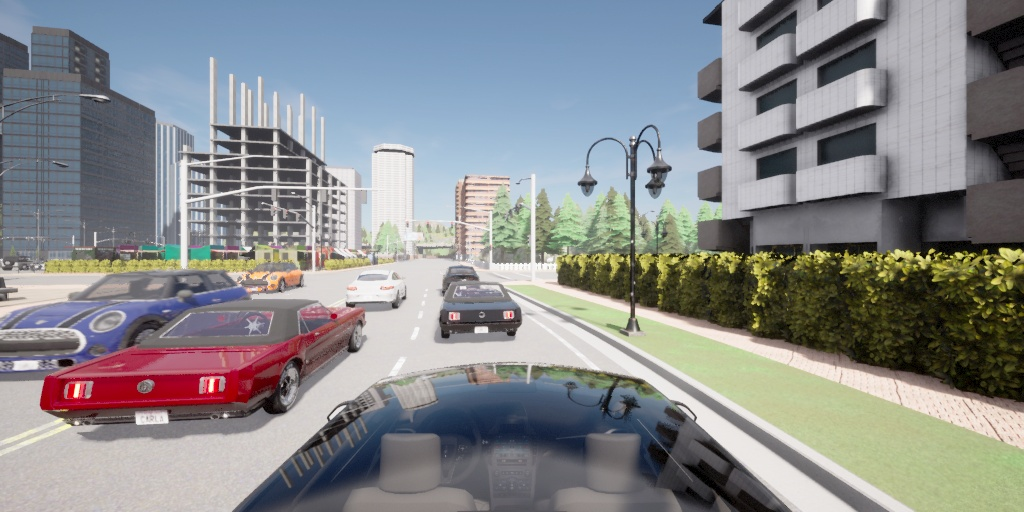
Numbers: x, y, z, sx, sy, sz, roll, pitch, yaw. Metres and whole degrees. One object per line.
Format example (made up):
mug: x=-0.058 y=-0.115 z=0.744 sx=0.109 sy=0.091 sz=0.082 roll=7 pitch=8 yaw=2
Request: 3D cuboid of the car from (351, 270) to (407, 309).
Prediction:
car: x=-5.447 y=1.276 z=14.730 sx=1.812 sy=1.442 sz=4.674 roll=0 pitch=0 yaw=-11

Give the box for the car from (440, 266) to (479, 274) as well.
car: x=-2.788 y=1.255 z=19.248 sx=1.837 sy=1.490 sz=4.892 roll=0 pitch=0 yaw=-12

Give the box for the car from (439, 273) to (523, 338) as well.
car: x=-1.038 y=1.351 z=10.157 sx=1.895 sy=1.301 sz=4.718 roll=0 pitch=0 yaw=-9

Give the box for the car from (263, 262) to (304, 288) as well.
car: x=-13.926 y=1.155 z=20.879 sx=2.097 sy=1.767 sz=4.553 roll=0 pitch=0 yaw=-12

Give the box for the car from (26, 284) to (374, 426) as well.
car: x=-3.909 y=1.351 z=5.846 sx=1.895 sy=1.301 sz=4.718 roll=0 pitch=0 yaw=-7

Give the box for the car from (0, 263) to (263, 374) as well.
car: x=-7.859 y=1.102 z=7.777 sx=2.097 sy=1.767 sz=4.553 roll=0 pitch=0 yaw=-8
